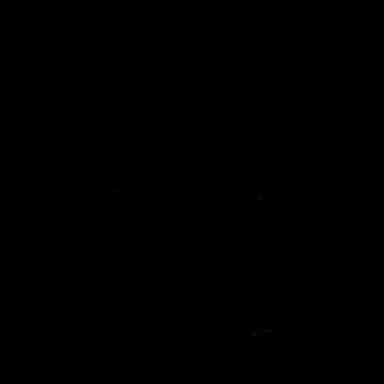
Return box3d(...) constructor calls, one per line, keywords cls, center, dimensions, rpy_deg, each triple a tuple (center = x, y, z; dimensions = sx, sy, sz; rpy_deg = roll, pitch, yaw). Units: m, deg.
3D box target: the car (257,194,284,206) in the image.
box3d(cls="car", center=(15.203, 1.509, 64.830), dimensions=(2.150, 2.045, 5.566), rpy_deg=(2, -1, -35))
